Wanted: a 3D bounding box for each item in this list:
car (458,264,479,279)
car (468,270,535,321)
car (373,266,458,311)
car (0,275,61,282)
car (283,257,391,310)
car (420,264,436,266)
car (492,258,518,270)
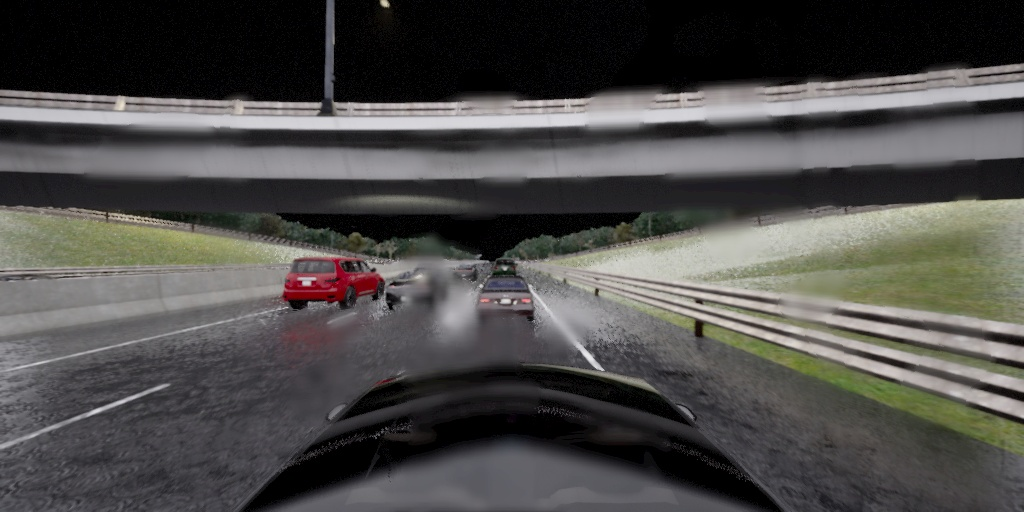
[{"bbox_3d":[-4.161,1.498,33.251,2.128,1.511,4.902,0,-1,-1],"label":"car"},{"bbox_3d":[-0.218,1.381,12.895,2.033,1.411,5.357,0,0,-1],"label":"car"},{"bbox_3d":[-3.767,1.339,15.032,2.128,1.511,4.902,0,0,-1],"label":"car"},{"bbox_3d":[-17.915,1.364,12.529,2.033,1.411,5.357,0,0,-1],"label":"car"},{"bbox_3d":[-7.273,1.069,15.283,2.150,2.045,5.566,0,0,-1],"label":"car"},{"bbox_3d":[-7.660,1.494,33.185,2.128,1.511,4.902,0,-1,-1],"label":"car"},{"bbox_3d":[-0.649,1.226,32.752,2.150,2.045,5.566,0,-1,-1],"label":"car"}]
